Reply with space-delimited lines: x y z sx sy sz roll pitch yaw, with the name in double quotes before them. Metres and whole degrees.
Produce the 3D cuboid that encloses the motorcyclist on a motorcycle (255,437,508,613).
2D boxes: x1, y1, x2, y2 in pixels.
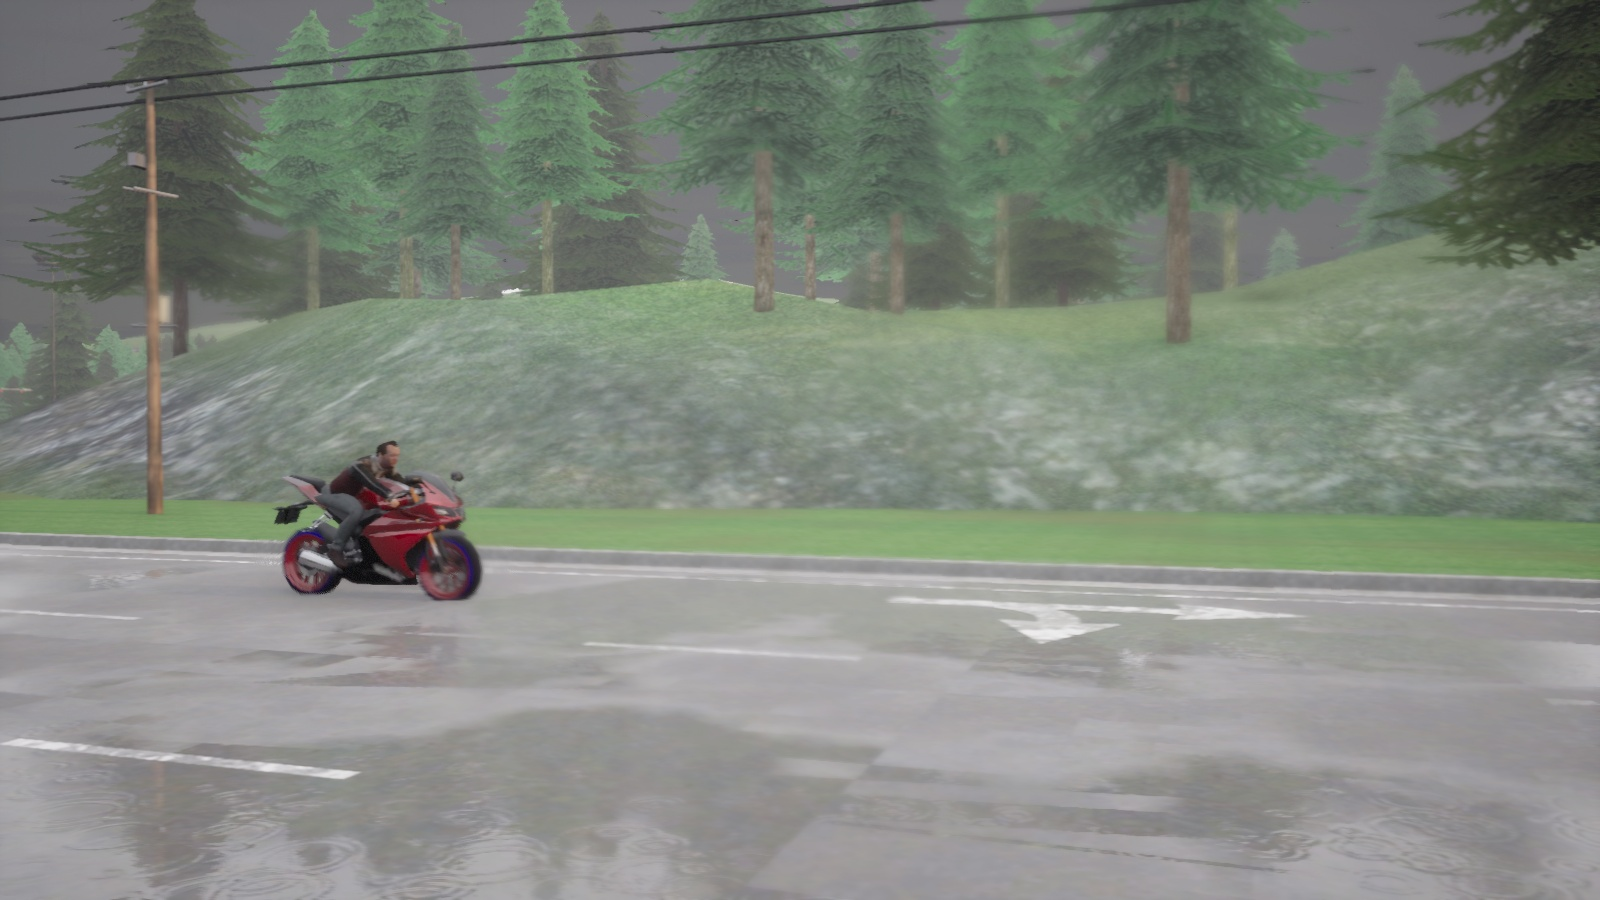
"motorcyclist on a motorcycle" -3.962 0.660 11.912 2.191 1.530 0.866 1 1 19
